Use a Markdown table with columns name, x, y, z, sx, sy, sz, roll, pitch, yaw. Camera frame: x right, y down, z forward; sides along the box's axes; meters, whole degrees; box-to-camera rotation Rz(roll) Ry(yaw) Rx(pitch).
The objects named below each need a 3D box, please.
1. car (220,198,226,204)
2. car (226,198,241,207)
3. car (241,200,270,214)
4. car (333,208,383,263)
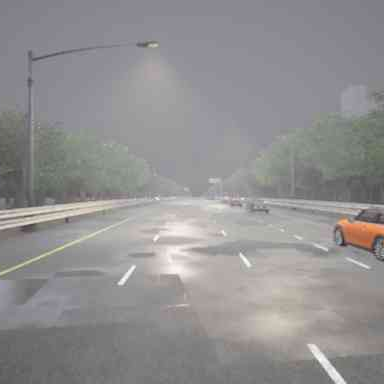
| name | x | y | z | sx | sy | sz | roll | pitch | yaw |
| --- | --- | --- | --- | --- | --- | --- | --- | --- | --- |
| car | 7.248 | 2.003 | 72.977 | 1.895 | 1.301 | 4.718 | 0 | -1 | 0 |
| car | 7.135 | 1.721 | 55.235 | 1.812 | 1.442 | 4.674 | 0 | -1 | 0 |
| car | 7.051 | 1.600 | 36.242 | 2.033 | 1.411 | 5.357 | 0 | 0 | 0 |
| car | 7.006 | 1.355 | 12.181 | 2.097 | 1.767 | 4.553 | 0 | 0 | 0 |
